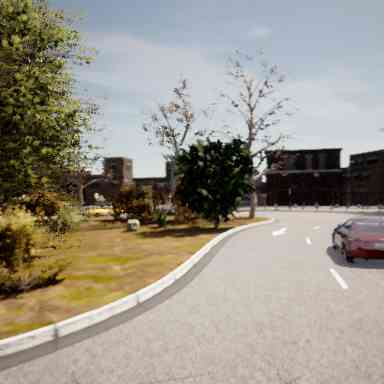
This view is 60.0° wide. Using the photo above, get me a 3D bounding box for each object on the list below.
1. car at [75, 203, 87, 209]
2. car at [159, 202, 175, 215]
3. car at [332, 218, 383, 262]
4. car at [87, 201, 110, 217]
[{"bbox_3d":[-12.958,2.463,42.175,1.946,1.575,5.366,-2,-1,15],"label":"car"},{"bbox_3d":[-2.137,2.086,39.422,2.231,1.521,4.892,-2,-1,15],"label":"car"},{"bbox_3d":[6.420,1.636,12.245,1.994,1.385,4.181,-1,-1,16],"label":"car"},{"bbox_3d":[-10.393,2.361,41.472,1.946,1.575,5.366,-2,-1,15],"label":"car"}]
